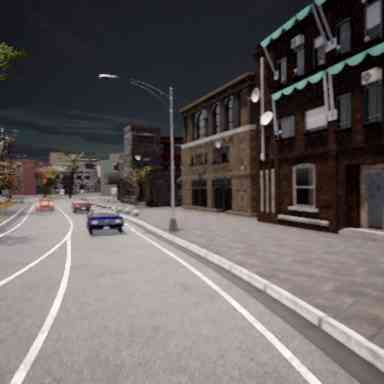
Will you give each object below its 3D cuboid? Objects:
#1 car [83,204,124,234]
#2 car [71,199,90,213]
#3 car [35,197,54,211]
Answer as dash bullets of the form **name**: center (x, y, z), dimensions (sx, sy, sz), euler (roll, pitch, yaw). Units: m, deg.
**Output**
- **car**: center (-5.263, 1.615, 19.764), dimensions (1.895, 1.301, 4.718), euler (-1, 0, -19)
- **car**: center (-12.421, 1.556, 37.280), dimensions (1.812, 1.442, 4.674), euler (-1, 0, -24)
- **car**: center (-18.630, 1.474, 42.184), dimensions (2.097, 1.767, 4.553), euler (-1, 1, -24)
